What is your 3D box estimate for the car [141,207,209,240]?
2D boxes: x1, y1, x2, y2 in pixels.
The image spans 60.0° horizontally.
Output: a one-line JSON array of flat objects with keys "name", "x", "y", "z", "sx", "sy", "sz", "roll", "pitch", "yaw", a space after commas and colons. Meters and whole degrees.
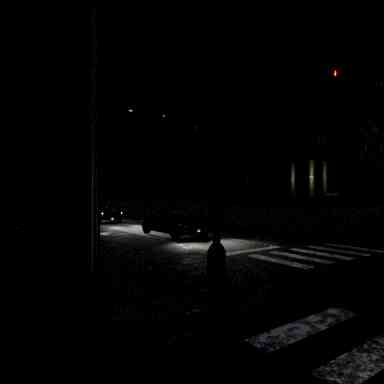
[{"name": "car", "x": -1.044, "y": 1.530, "z": 17.353, "sx": 1.812, "sy": 1.442, "sz": 4.674, "roll": 0, "pitch": 0, "yaw": -36}]

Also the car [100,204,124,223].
[{"name": "car", "x": -6.970, "y": 1.607, "z": 25.563, "sx": 1.895, "sy": 1.301, "sz": 4.718, "roll": 0, "pitch": 0, "yaw": -36}]
